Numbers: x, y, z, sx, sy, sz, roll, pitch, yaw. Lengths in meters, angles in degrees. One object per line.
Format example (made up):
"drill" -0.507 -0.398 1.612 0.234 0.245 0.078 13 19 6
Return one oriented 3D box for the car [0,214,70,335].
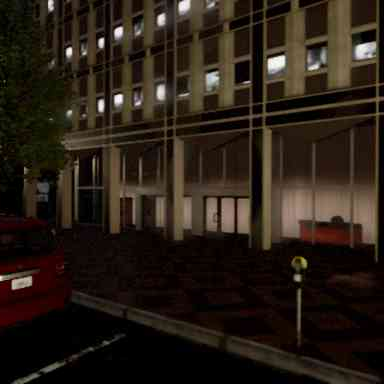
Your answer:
"car" -4.241 1.314 5.888 5.009 1.841 2.192 0 0 35
